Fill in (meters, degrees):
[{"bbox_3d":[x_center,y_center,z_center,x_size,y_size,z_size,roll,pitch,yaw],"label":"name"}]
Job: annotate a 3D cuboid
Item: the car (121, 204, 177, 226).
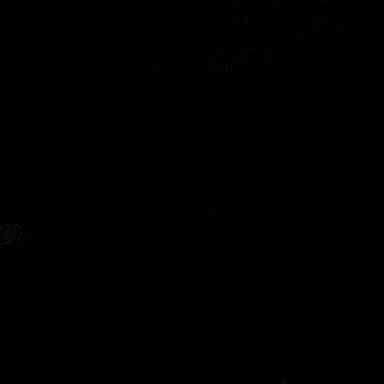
[{"bbox_3d":[-3.541,1.760,26.777,4.553,1.767,2.097,-1,-1,27],"label":"car"}]
